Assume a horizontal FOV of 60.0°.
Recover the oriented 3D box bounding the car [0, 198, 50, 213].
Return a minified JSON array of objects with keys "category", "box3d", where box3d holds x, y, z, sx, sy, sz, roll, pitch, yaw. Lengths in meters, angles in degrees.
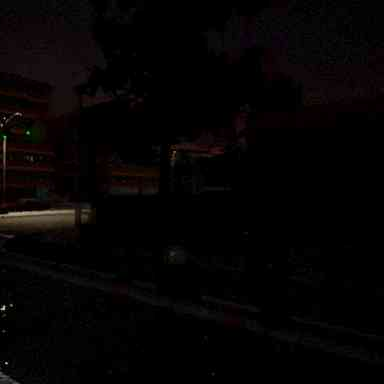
[{"category":"car","box3d":[-16.614,1.332,32.743,1.895,1.301,4.718,1,0,35]}]
